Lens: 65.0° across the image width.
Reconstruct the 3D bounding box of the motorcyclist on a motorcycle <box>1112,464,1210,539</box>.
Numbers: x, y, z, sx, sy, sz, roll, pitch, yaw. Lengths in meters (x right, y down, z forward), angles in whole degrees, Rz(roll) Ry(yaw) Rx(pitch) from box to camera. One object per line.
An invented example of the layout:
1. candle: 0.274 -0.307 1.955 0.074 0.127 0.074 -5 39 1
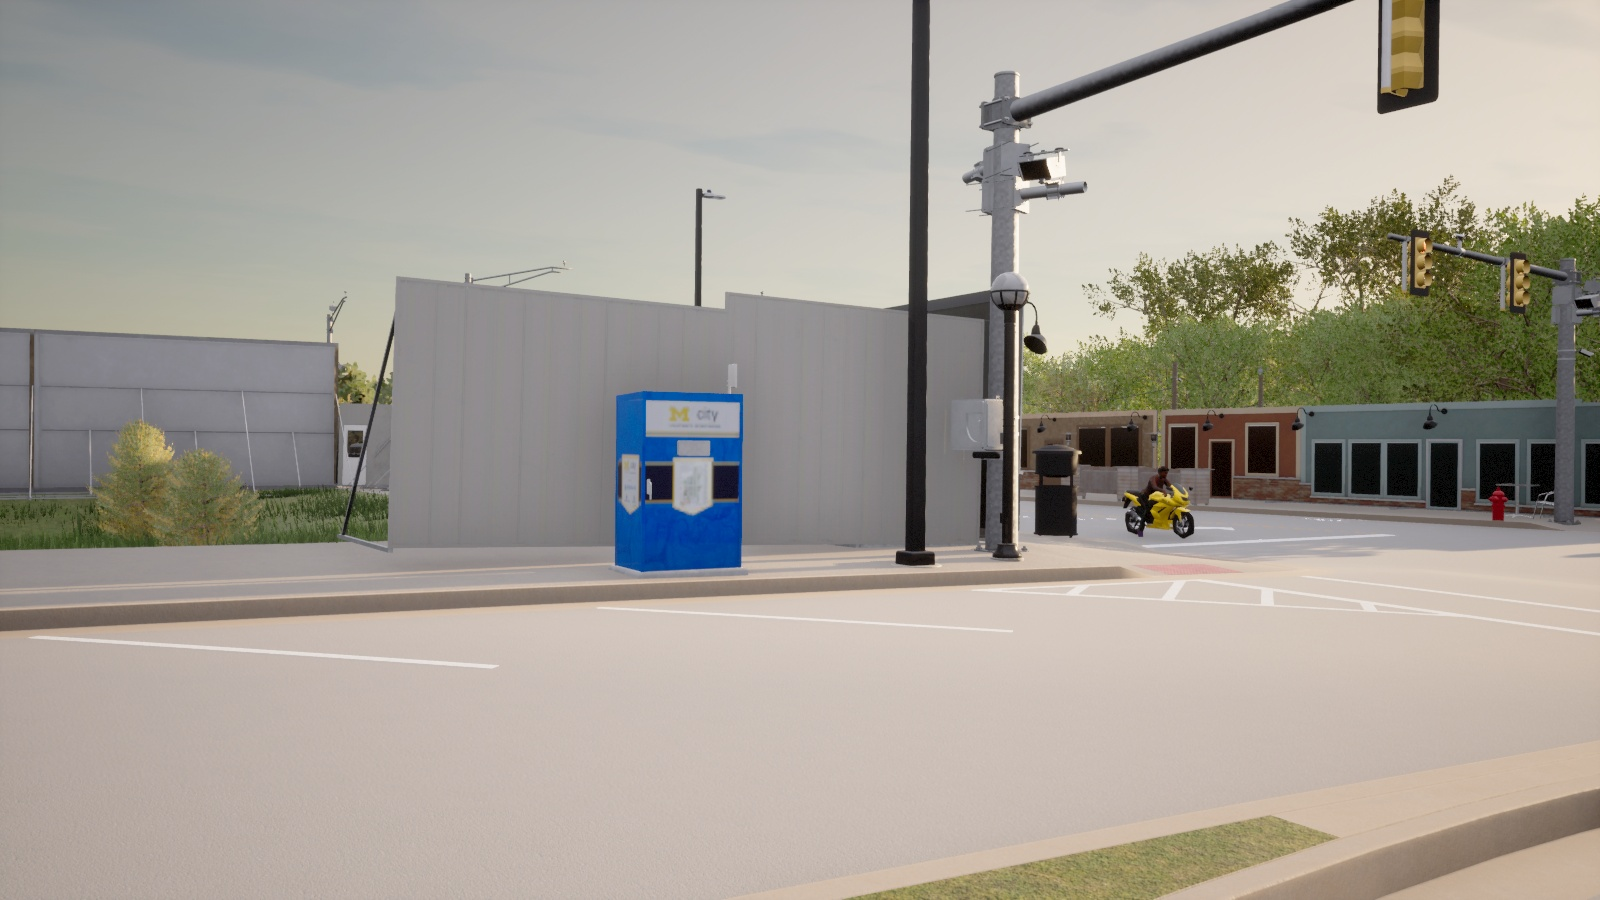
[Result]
1. motorcyclist on a motorcycle: 7.667 1.065 26.779 0.797 1.523 2.044 0 0 -29
